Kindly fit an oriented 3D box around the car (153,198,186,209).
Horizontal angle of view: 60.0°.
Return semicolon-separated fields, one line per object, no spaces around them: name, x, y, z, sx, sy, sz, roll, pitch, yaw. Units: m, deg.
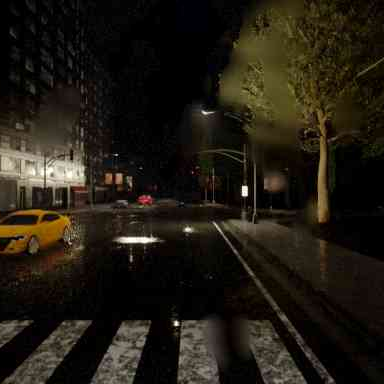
car;-3.076;1.808;49.185;2.033;1.411;5.357;0;-1;-38

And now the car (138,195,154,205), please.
car;-9.591;1.704;68.411;2.150;2.045;5.566;0;-1;0

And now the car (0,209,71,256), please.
car;-6.571;1.505;13.470;1.882;1.535;5.008;0;0;0

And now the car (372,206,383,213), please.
car;41.785;3.912;74.357;4.892;1.490;1.837;4;-3;-45

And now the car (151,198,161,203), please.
car;-9.538;2.325;89.199;2.033;1.411;5.357;0;-1;0

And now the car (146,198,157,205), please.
car;-9.564;2.152;78.685;2.128;1.511;4.902;0;-1;0

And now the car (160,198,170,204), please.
car;-6.313;2.173;79.059;2.033;1.411;5.357;0;-1;0

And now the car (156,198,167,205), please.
car;-6.343;2.012;68.851;1.812;1.442;4.674;0;-1;0

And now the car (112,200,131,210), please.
car;-9.738;1.798;46.314;1.994;1.385;4.181;0;-1;0

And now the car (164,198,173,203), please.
car;-6.288;2.263;89.192;1.882;1.535;5.008;0;-1;0
